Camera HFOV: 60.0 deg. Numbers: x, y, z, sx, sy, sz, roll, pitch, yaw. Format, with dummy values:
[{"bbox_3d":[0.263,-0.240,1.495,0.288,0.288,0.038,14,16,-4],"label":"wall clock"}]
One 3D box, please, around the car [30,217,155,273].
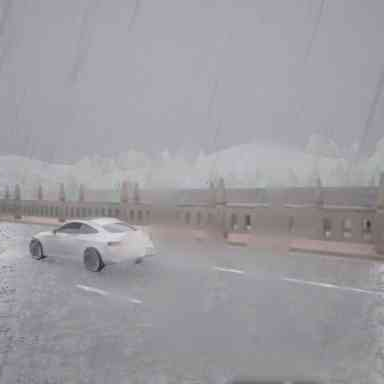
[{"bbox_3d":[-3.268,1.526,10.625,4.674,1.442,1.812,0,0,36],"label":"car"}]
